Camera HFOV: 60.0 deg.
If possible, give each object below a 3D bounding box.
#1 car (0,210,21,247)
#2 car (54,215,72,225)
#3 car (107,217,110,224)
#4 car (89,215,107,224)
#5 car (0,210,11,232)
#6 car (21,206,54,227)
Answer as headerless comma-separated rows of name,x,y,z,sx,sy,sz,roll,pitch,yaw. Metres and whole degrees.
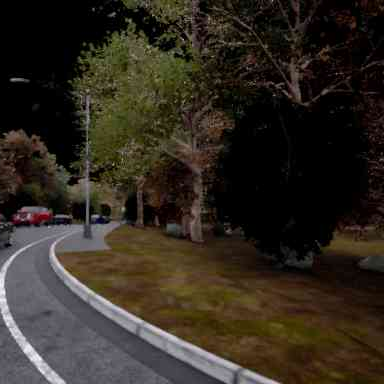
car,-8.319,1.617,12.919,1.837,1.490,4.892,0,-1,-16
car,-17.303,3.700,44.036,2.033,1.411,5.357,0,-5,-8
car,-16.532,5.253,62.208,1.837,1.490,4.892,0,-5,-8
car,-14.950,4.303,51.916,1.882,1.535,5.008,0,-5,-9
car,-13.937,1.961,22.002,1.837,1.490,4.892,0,-3,-8
car,-15.552,2.361,32.485,2.150,2.045,5.566,0,-5,-9
